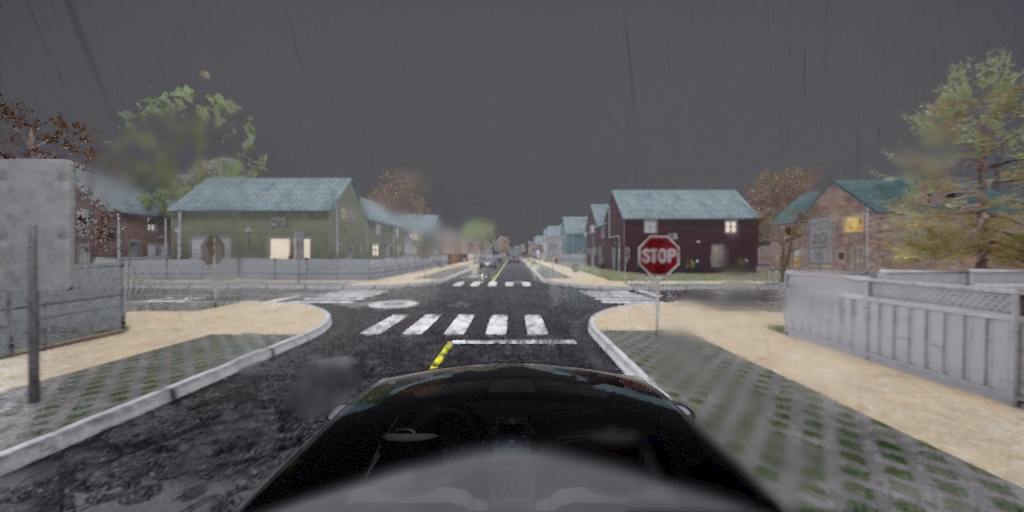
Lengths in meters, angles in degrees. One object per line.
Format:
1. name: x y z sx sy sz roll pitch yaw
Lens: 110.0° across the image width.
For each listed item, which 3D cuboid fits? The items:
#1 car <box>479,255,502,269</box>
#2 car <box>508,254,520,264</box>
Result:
1. car: -2.610 0.684 40.549 2.128 1.511 4.902 0 1 1
2. car: 0.327 0.489 59.145 1.837 1.490 4.892 0 1 0
